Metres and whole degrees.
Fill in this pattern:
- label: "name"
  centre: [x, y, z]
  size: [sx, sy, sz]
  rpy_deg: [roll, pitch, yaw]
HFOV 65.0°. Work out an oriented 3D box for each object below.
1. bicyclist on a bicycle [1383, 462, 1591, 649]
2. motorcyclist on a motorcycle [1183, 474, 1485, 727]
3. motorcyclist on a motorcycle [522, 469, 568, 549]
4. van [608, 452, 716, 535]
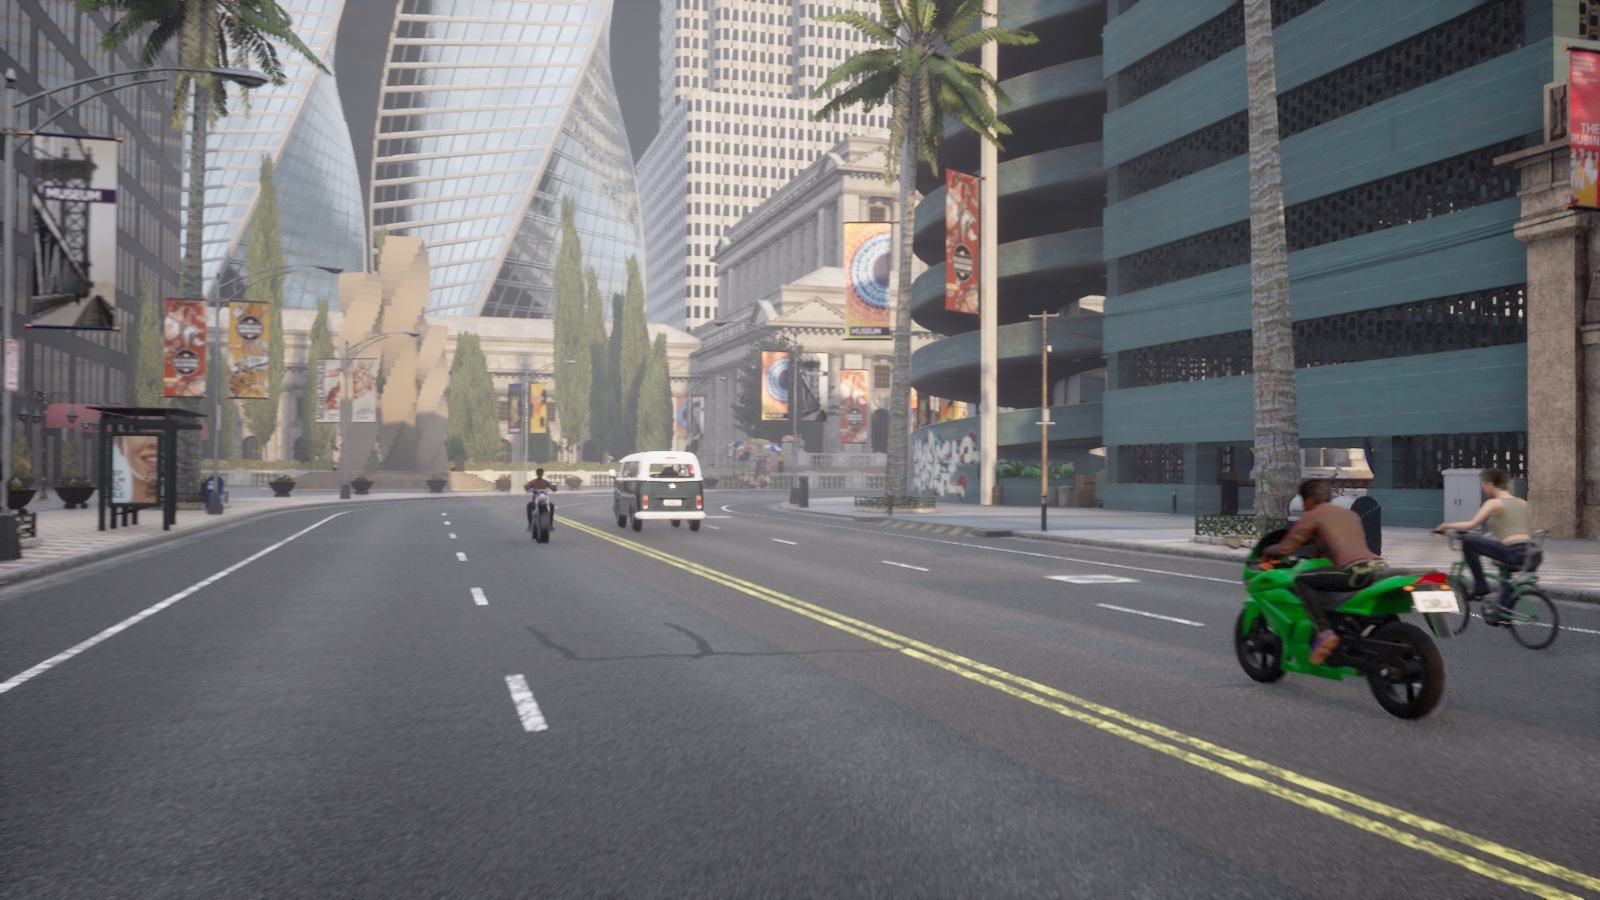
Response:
- label: "bicyclist on a bicycle"
  centre: [6.361, 0.930, 11.722]
  size: [0.866, 1.612, 1.509]
  rpy_deg: [0, -1, -17]
- label: "motorcyclist on a motorcycle"
  centre: [3.601, 0.933, 8.716]
  size: [0.797, 1.523, 2.044]
  rpy_deg: [0, -1, -17]
- label: "motorcyclist on a motorcycle"
  centre: [-5.539, 1.234, 27.182]
  size: [0.766, 1.649, 2.350]
  rpy_deg: [0, -1, -16]
- label: "van"
  centre: [-3.747, 1.107, 33.408]
  size: [2.069, 2.038, 4.480]
  rpy_deg: [0, -1, -17]
